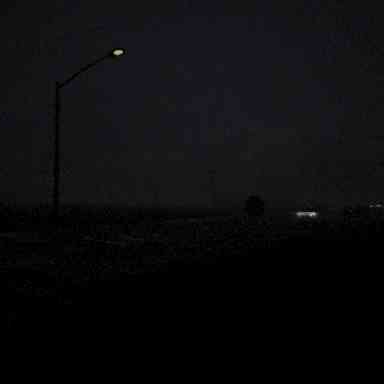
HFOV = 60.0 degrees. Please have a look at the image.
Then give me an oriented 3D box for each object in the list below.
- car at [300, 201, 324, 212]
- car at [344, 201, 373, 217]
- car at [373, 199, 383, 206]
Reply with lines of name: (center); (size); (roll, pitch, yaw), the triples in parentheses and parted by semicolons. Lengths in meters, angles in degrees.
car: (17.049, 2.049, 47.177); (1.882, 1.535, 5.008); (1, 1, 40)
car: (19.385, 2.015, 39.106); (1.882, 1.535, 5.008); (1, 0, 40)
car: (43.897, 2.418, 78.866); (1.882, 1.535, 5.008); (1, 0, 40)
